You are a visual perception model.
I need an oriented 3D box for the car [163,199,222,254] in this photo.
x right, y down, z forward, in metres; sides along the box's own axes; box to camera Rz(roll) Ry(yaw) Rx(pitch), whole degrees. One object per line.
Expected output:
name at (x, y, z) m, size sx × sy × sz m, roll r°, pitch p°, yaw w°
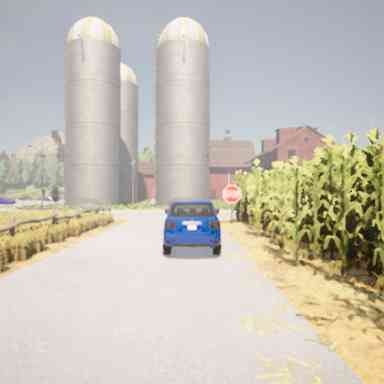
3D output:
car at (0.002, 1.308, 14.006) m, size 2.150 × 2.045 × 5.566 m, roll 0°, pitch 0°, yaw 0°

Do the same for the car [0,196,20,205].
car at (-36.957, 1.699, 65.016) m, size 4.611 × 1.667 × 2.242 m, roll 0°, pitch 0°, yaw 0°
